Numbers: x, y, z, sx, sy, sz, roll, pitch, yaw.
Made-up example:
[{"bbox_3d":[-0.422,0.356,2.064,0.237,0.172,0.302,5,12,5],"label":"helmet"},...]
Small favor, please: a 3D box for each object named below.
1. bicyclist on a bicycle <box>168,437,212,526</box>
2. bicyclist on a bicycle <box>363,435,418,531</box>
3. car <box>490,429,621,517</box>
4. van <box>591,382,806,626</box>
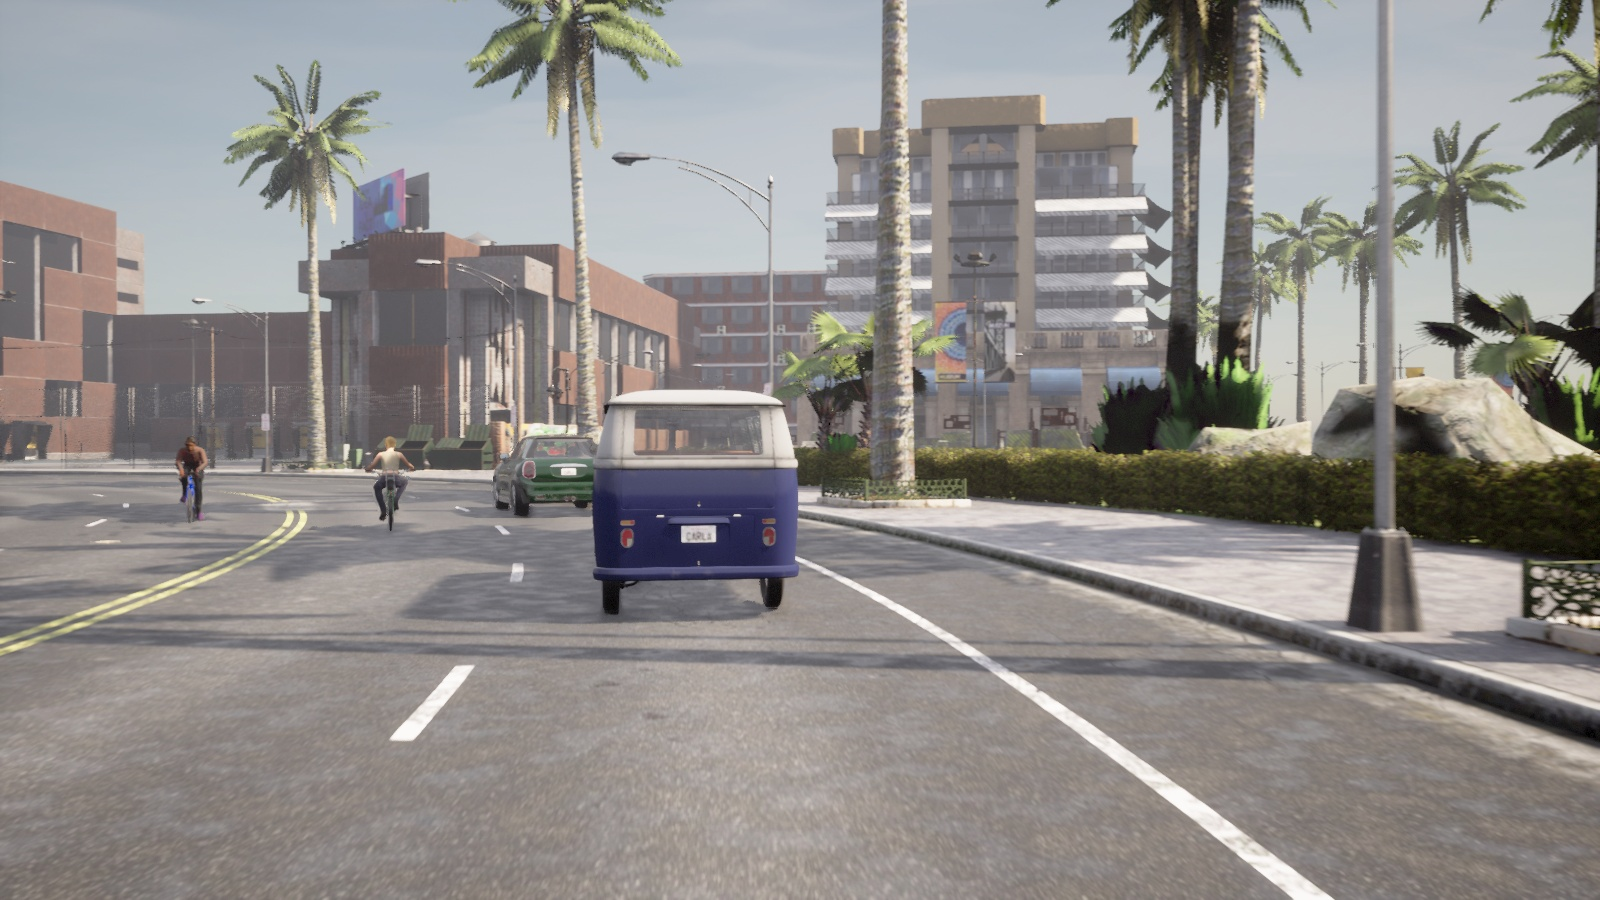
[{"bbox_3d":[-11.463,0.561,23.629,0.582,1.620,1.656,0,1,-21],"label":"bicyclist on a bicycle"},{"bbox_3d":[-7.157,0.556,21.965,0.866,1.612,1.509,-1,0,-18],"label":"bicyclist on a bicycle"},{"bbox_3d":[-5.457,0.447,27.550,2.097,1.767,4.553,0,0,-20],"label":"car"},{"bbox_3d":[-1.174,0.428,12.569,1.775,1.987,4.442,0,0,-9],"label":"van"}]
